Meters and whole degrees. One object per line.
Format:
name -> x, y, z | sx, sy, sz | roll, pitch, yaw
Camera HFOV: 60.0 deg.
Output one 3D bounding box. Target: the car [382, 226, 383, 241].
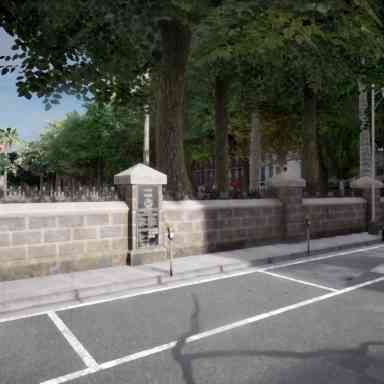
car -> 9.737, 1.310, 13.485 | 5.009, 1.841, 2.192 | 0, 0, -36
